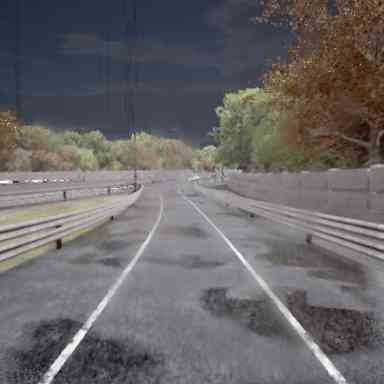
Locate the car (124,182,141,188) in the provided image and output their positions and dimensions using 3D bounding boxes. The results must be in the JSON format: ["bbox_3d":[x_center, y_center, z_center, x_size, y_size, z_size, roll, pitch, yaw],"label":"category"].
[{"bbox_3d":[-12.325,-1.324,68.350,1.837,1.490,4.892,1,4,19],"label":"car"}]

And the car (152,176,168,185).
[{"bbox_3d":[-8.954,-2.743,88.205,1.882,1.535,5.008,1,4,20],"label":"car"}]
